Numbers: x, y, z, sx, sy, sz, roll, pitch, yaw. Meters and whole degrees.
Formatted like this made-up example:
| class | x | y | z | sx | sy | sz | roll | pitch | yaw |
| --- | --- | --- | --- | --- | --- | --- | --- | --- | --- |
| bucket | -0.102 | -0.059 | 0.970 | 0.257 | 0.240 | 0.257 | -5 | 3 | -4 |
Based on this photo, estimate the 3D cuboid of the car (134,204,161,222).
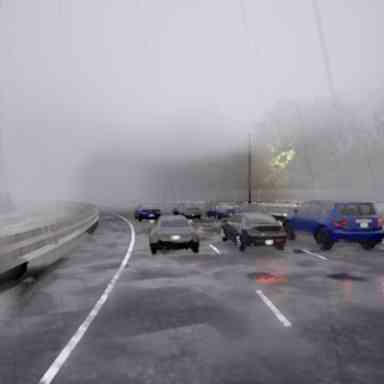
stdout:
| class | x | y | z | sx | sy | sz | roll | pitch | yaw |
| --- | --- | --- | --- | --- | --- | --- | --- | --- | --- |
| car | -3.989 | 1.764 | 29.594 | 1.882 | 1.535 | 5.008 | 0 | 0 | -16 |

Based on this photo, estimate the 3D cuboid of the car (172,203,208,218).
| class | x | y | z | sx | sy | sz | roll | pitch | yaw |
| --- | --- | --- | --- | --- | --- | --- | --- | --- | --- |
| car | -0.564 | 1.783 | 30.355 | 2.128 | 1.511 | 4.902 | 0 | 0 | -16 |

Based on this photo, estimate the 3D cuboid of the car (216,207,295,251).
| class | x | y | z | sx | sy | sz | roll | pitch | yaw |
| --- | --- | --- | --- | --- | --- | --- | --- | --- | --- |
| car | 2.592 | 1.649 | 14.927 | 1.837 | 1.490 | 4.892 | 0 | 0 | -8 |

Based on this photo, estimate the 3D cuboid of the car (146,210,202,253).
| class | x | y | z | sx | sy | sz | roll | pitch | yaw |
| --- | --- | --- | --- | --- | --- | --- | --- | --- | --- |
| car | -0.881 | 1.704 | 14.512 | 1.994 | 1.385 | 4.181 | 0 | -1 | -8 |

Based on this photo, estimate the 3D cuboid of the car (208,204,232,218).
| class | x | y | z | sx | sy | sz | roll | pitch | yaw |
| --- | --- | --- | --- | --- | --- | --- | --- | --- | --- |
| car | 2.783 | 1.824 | 31.373 | 1.812 | 1.442 | 4.674 | 0 | 0 | -16 |

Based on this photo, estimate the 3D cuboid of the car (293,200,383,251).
| class | x | y | z | sx | sy | sz | roll | pitch | yaw |
| --- | --- | --- | --- | --- | --- | --- | --- | --- | --- |
| car | 6.103 | 1.357 | 15.109 | 2.150 | 2.045 | 5.566 | 0 | 0 | -7 |
